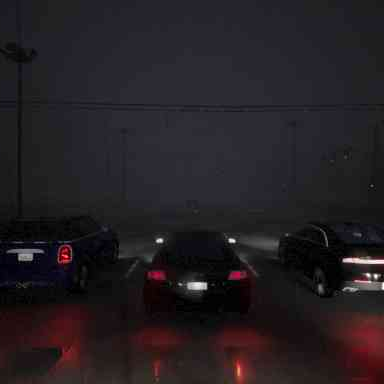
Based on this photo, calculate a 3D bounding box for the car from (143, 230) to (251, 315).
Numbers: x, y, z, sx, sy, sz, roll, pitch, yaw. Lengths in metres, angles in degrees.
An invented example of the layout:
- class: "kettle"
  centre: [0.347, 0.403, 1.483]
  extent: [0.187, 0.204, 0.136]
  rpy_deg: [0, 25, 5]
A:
- class: "car"
  centre: [0.091, 1.564, 7.646]
  extent: [1.994, 1.385, 4.181]
  rpy_deg: [0, 0, 0]

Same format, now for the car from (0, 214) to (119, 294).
- class: "car"
  centre: [-3.407, 1.352, 8.939]
  extent: [2.097, 1.767, 4.553]
  rpy_deg: [0, 0, 0]

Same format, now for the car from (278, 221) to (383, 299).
- class: "car"
  centre: [3.594, 1.492, 8.458]
  extent: [2.128, 1.511, 4.902]
  rpy_deg: [0, 0, 0]

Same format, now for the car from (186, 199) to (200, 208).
- class: "car"
  centre: [0.074, 1.601, 46.420]
  extent: [1.895, 1.301, 4.718]
  rpy_deg: [0, 0, 0]
